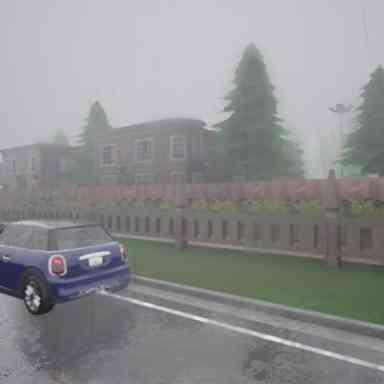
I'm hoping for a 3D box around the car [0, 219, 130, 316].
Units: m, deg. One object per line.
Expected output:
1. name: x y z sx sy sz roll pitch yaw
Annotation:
1. car: -3.626 1.427 7.947 4.553 1.767 2.097 -1 0 37
